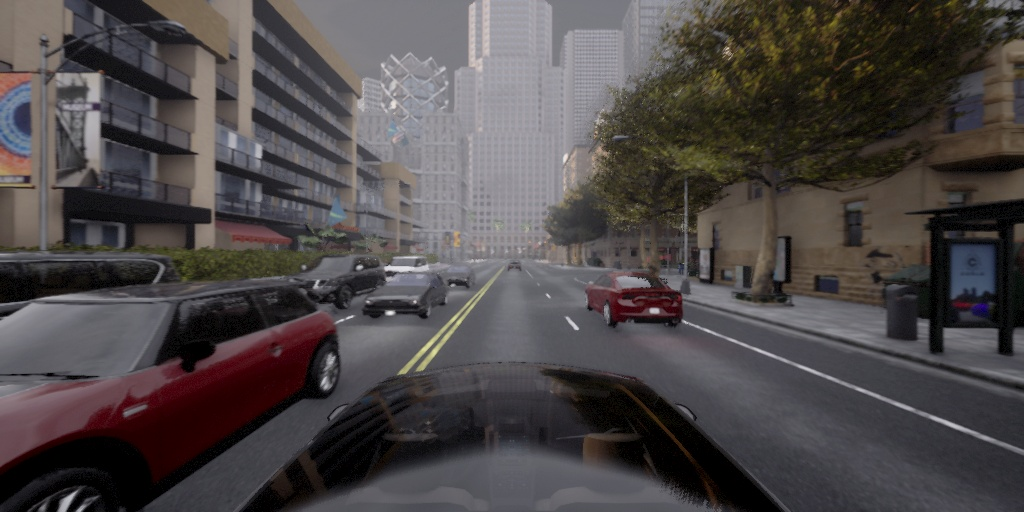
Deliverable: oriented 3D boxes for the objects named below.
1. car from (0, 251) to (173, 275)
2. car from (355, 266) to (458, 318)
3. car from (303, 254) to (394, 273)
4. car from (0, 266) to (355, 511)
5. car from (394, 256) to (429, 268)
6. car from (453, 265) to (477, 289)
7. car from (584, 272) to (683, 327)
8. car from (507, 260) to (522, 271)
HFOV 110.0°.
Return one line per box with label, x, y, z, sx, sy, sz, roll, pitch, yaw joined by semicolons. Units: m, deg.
car;-7.100;0.941;4.450;2.150;2.045;5.566;0;0;1
car;-3.537;1.281;13.113;2.033;1.411;5.357;0;0;0
car;-7.023;0.940;14.803;2.150;2.045;5.566;0;0;1
car;-3.599;1.086;3.425;2.097;1.767;4.553;0;0;0
car;-6.896;1.018;23.417;2.150;2.045;5.566;0;0;0
car;-3.397;1.311;23.429;2.033;1.411;5.357;0;0;0
car;3.637;1.242;11.580;1.882;1.535;5.008;0;0;0
car;0.340;1.249;49.445;1.837;1.490;4.892;0;0;0
